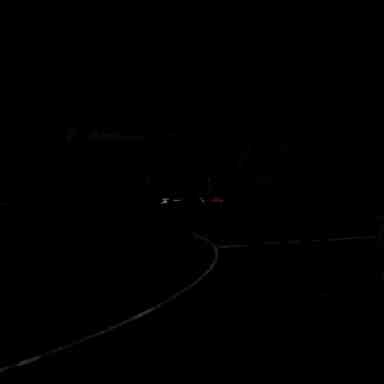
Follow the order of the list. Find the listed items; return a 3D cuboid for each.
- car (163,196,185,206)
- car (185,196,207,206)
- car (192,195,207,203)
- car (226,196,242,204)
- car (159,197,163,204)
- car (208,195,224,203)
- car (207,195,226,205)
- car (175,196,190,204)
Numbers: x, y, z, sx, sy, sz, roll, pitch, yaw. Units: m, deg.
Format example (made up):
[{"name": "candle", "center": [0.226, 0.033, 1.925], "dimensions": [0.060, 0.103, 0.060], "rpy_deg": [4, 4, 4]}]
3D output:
[{"name": "car", "center": [-3.049, 1.568, 55.719], "dimensions": [2.128, 1.511, 4.902], "rpy_deg": [-1, 0, -13]}, {"name": "car", "center": [0.381, 1.553, 56.421], "dimensions": [2.033, 1.411, 5.357], "rpy_deg": [-1, 0, -13]}, {"name": "car", "center": [1.480, 1.486, 67.400], "dimensions": [1.837, 1.490, 4.892], "rpy_deg": [-1, 0, -13]}, {"name": "car", "center": [7.163, 1.358, 58.157], "dimensions": [2.128, 1.511, 4.902], "rpy_deg": [-1, 0, -13]}, {"name": "car", "center": [-5.346, 1.616, 65.854], "dimensions": [2.128, 1.511, 4.902], "rpy_deg": [-1, 0, -13]}, {"name": "car", "center": [4.893, 1.431, 68.174], "dimensions": [1.812, 1.442, 4.674], "rpy_deg": [-1, 0, -13]}, {"name": "car", "center": [3.746, 1.537, 57.411], "dimensions": [1.895, 1.301, 4.718], "rpy_deg": [-1, 0, -13]}, {"name": "car", "center": [-1.932, 1.602, 66.627], "dimensions": [2.033, 1.411, 5.357], "rpy_deg": [-1, 0, -13]}]
